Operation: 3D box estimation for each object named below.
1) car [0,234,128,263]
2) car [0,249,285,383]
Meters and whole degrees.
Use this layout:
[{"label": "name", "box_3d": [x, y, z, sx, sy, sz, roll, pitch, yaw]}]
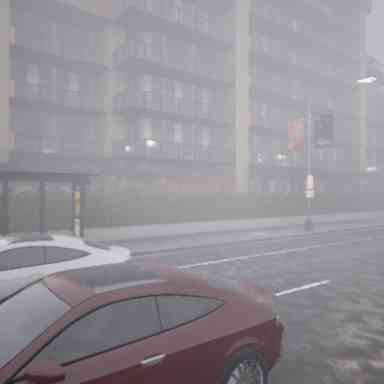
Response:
[{"label": "car", "box_3d": [-3.255, 1.531, 5.969, 4.674, 1.442, 1.812, 0, 0, -36]}, {"label": "car", "box_3d": [-1.044, 1.532, 3.249, 4.674, 1.442, 1.812, 0, 0, -36]}]
